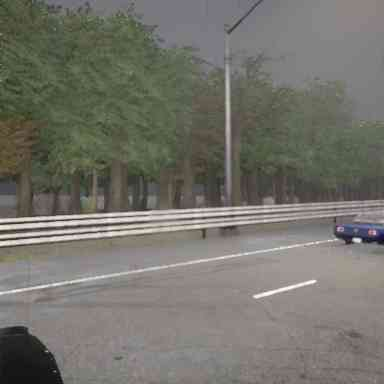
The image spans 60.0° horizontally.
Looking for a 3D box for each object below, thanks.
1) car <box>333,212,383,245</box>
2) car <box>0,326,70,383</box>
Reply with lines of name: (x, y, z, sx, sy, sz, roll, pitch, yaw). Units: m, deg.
car: (7.831, 1.427, 13.274, 4.718, 1.301, 1.895, -1, 0, -33)
car: (-3.008, 1.622, 1.570, 4.718, 1.301, 1.895, -1, 1, -36)
